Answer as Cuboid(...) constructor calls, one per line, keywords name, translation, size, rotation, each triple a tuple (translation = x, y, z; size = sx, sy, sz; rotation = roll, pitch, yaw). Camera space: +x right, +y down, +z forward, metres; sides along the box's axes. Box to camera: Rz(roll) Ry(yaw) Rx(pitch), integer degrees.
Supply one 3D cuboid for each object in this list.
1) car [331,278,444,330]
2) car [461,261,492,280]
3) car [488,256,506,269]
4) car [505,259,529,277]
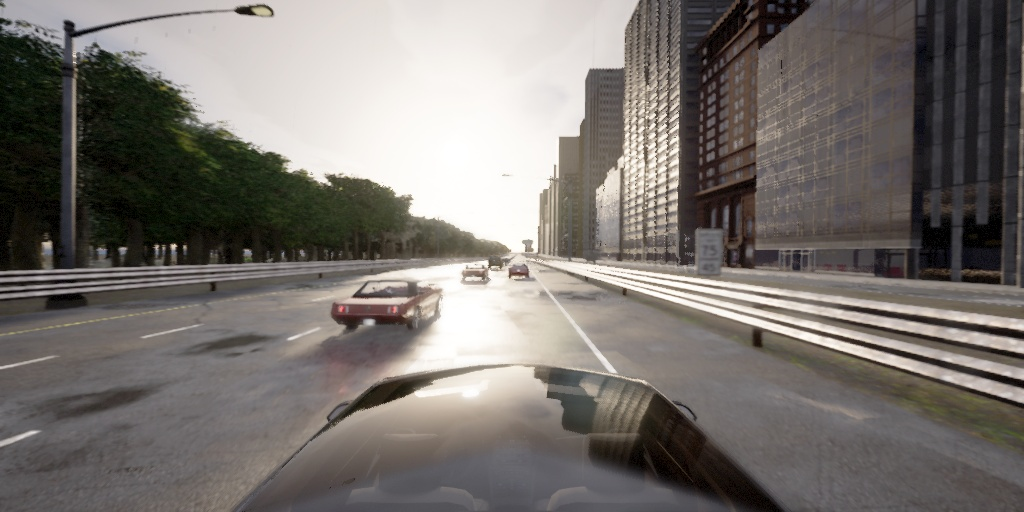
Cuboid(name="car", translation=(-3.405, 1.320, 10.896), size=(1.895, 1.301, 4.718), rotation=(1, 0, 1))
Cuboid(name="car", translation=(-3.032, 1.316, 30.548), size=(1.895, 1.301, 4.718), rotation=(1, 0, 1))
Cuboid(name="car", translation=(-2.598, 0.949, 56.571), size=(2.150, 2.045, 5.566), rotation=(1, 0, 1))
Cuboid(name="car", translation=(0.654, 1.310, 35.297), size=(1.994, 1.385, 4.181), rotation=(1, 0, 1))
